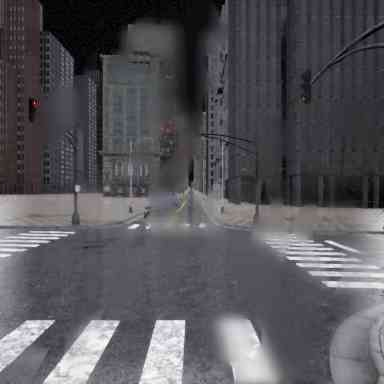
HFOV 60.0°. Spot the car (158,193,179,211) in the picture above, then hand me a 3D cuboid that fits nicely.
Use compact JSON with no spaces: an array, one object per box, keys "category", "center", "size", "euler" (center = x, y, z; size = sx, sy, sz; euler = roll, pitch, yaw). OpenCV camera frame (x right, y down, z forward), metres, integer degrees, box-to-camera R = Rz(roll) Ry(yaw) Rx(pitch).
[{"category":"car","center":[-3.113,1.222,40.084],"size":[2.150,2.045,5.566],"euler":[0,0,0]}]

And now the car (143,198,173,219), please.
[{"category":"car","center":[-3.112,1.548,29.833],"size":[2.033,1.411,5.357],"euler":[0,0,0]}]

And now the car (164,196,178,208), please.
[{"category":"car","center":[-3.107,1.479,50.531],"size":[1.882,1.535,5.008],"euler":[0,0,0]}]
